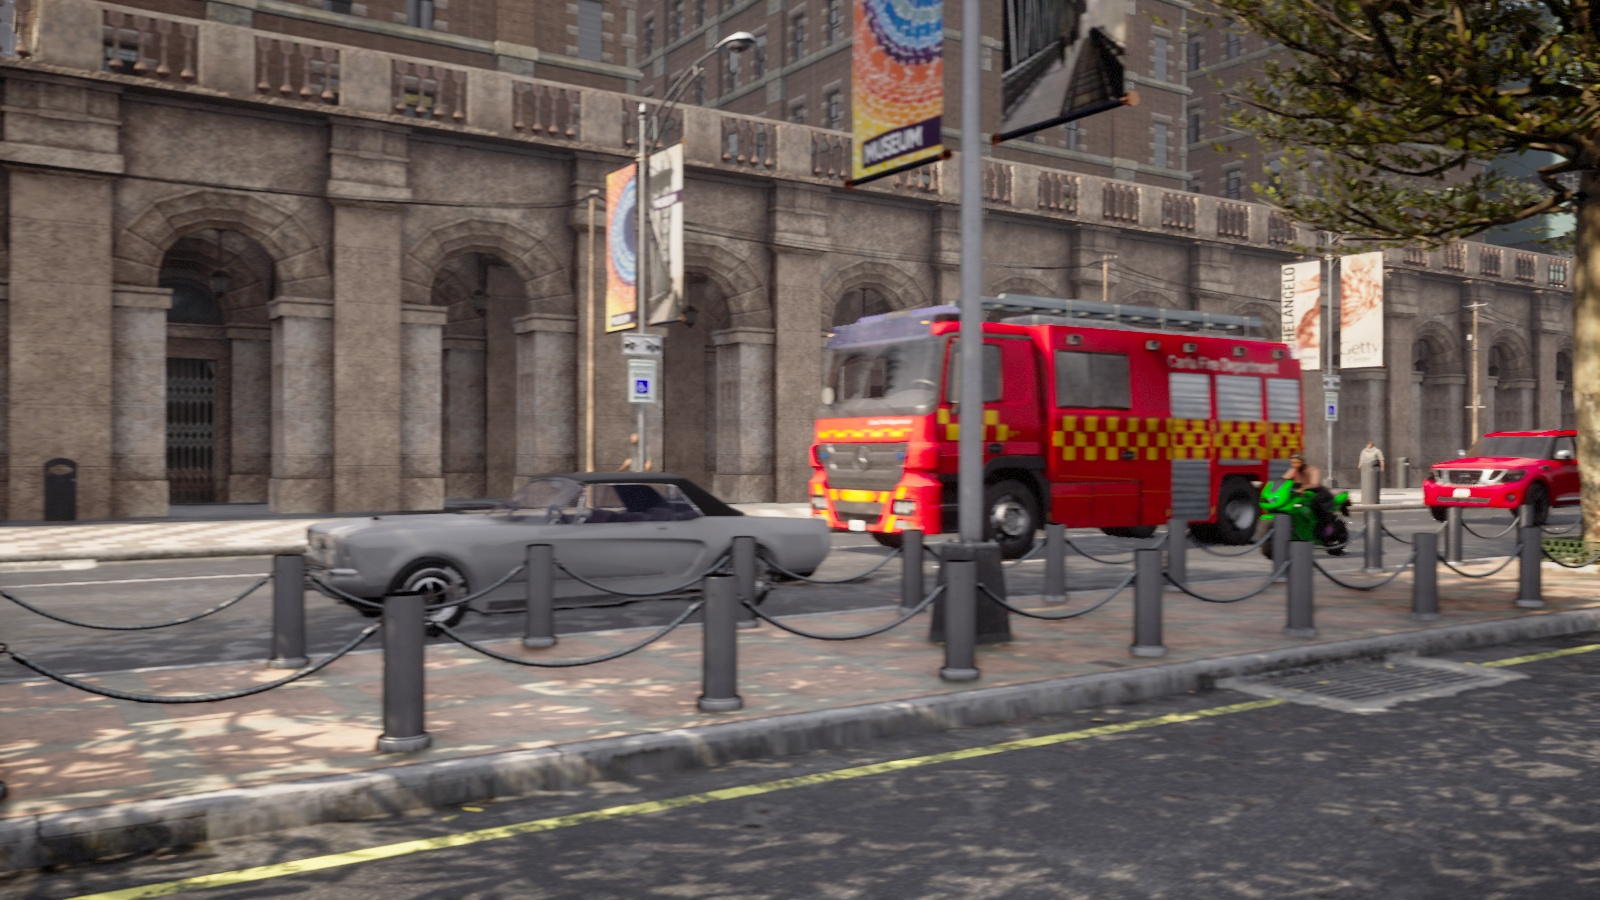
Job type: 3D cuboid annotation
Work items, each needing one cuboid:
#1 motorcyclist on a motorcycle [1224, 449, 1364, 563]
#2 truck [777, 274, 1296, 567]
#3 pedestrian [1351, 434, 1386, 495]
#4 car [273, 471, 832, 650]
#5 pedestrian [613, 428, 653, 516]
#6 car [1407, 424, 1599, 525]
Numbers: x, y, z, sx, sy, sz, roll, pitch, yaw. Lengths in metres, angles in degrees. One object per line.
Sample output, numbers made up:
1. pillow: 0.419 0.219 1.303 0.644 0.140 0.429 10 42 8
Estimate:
1. motorcyclist on a motorcycle: 6.995 0.753 17.747 2.044 1.523 0.797 0 0 -33
2. truck: 3.988 -0.383 19.965 8.468 3.827 2.891 0 0 -33
3. pedestrian: 18.348 0.456 40.548 0.873 1.952 0.659 0 0 -33
4. car: -2.191 0.876 11.644 4.718 1.301 1.895 0 0 -32
5. pedestrian: -3.586 0.469 26.989 0.694 1.848 0.540 0 0 -33
6. car: 16.101 0.494 27.897 5.566 2.045 2.150 0 0 -33
